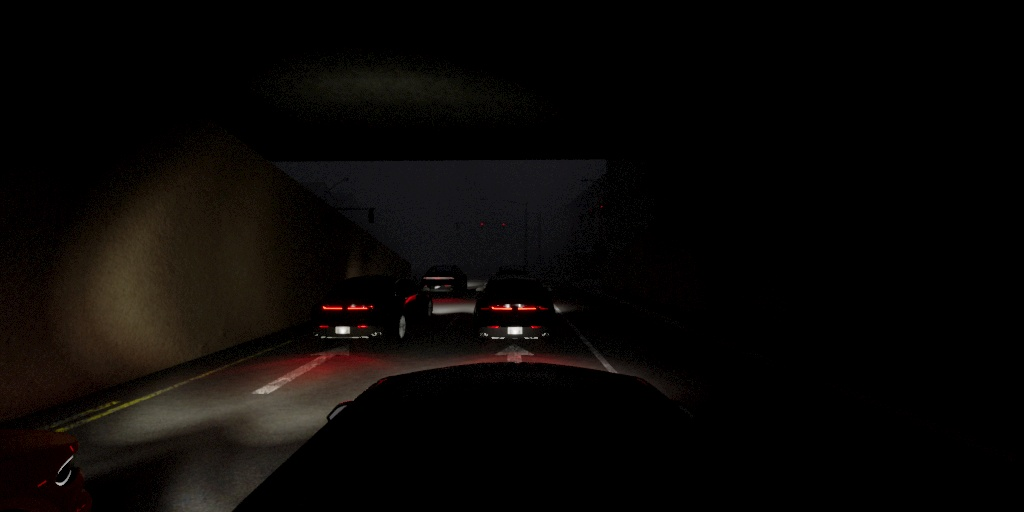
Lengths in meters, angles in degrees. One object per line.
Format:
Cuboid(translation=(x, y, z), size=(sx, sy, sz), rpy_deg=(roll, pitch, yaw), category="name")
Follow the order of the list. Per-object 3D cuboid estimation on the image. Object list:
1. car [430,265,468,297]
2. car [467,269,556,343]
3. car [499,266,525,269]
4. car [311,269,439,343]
Cuboid(translation=(-3.488, 1.241, 19.012), size=(2.128, 1.511, 4.902), rpy_deg=(0, 0, -1), category="car")
Cuboid(translation=(0.051, 1.255, 9.639), size=(1.837, 1.490, 4.892), rpy_deg=(0, 0, 0), category="car")
Cuboid(translation=(0.008, 1.255, 19.049), size=(1.837, 1.490, 4.892), rpy_deg=(0, 0, 0), category="car")
Cuboid(translation=(-3.450, 1.255, 9.695), size=(1.837, 1.490, 4.892), rpy_deg=(0, 0, 0), category="car")
